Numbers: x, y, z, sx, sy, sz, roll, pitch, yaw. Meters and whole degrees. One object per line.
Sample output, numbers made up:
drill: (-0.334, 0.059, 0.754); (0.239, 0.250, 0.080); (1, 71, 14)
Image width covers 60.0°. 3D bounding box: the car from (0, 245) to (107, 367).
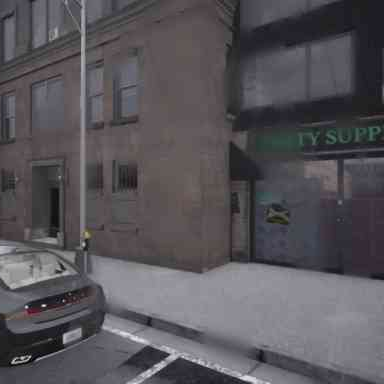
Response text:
car: (-3.261, 1.550, 5.404); (4.403, 1.369, 2.008); (0, 0, 36)
